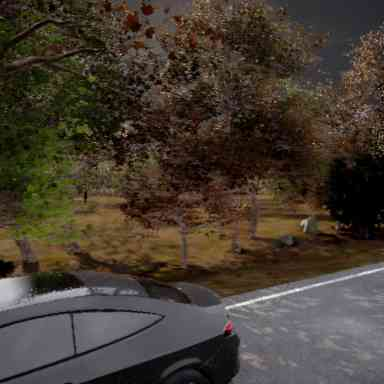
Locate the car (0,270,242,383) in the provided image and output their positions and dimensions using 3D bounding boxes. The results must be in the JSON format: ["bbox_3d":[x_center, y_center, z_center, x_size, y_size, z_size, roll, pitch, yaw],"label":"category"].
[{"bbox_3d":[-1.633,1.529,2.818,4.674,1.442,1.812,-1,0,-35],"label":"car"}]
